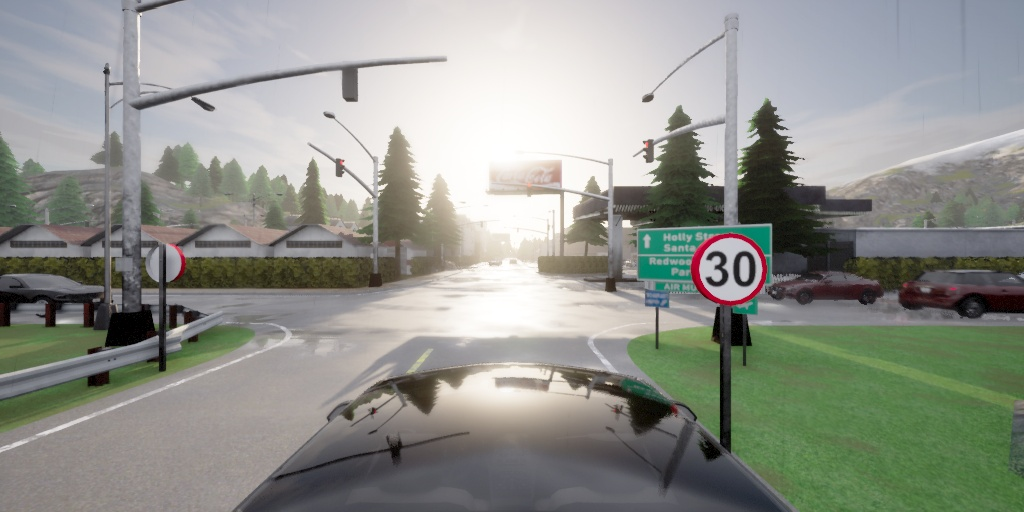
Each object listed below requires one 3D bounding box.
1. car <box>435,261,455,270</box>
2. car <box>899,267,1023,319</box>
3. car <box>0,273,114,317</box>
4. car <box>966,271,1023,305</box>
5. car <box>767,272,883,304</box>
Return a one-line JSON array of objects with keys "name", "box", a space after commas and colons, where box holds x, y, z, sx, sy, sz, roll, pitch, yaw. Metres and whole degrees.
[{"name": "car", "box": [-11.015, 1.465, 54.915, 4.674, 1.442, 1.812, 0, 1, -7]}, {"name": "car", "box": [17.521, 1.293, 13.334, 4.553, 1.767, 2.097, 0, 0, 1]}, {"name": "car", "box": [-18.335, 1.419, 13.722, 5.008, 1.535, 1.882, 0, 0, 1]}, {"name": "car", "box": [24.992, 1.468, 16.946, 4.674, 1.442, 1.812, 0, 0, 1]}, {"name": "car", "box": [14.793, 1.467, 17.048, 4.674, 1.442, 1.812, 0, 0, 0]}]
